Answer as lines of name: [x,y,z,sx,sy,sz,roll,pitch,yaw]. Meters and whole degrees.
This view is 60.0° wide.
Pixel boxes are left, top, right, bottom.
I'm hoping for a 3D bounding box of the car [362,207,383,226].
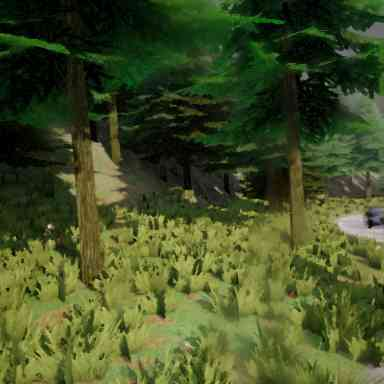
car: [13.077,1.727,23.044,1.994,1.385,4.181,-3,-1,21]
